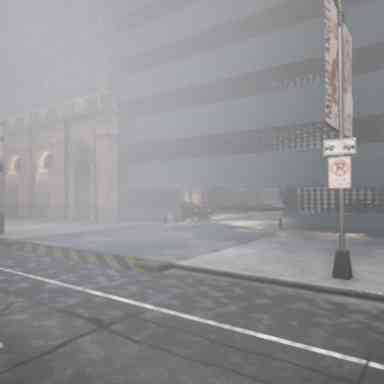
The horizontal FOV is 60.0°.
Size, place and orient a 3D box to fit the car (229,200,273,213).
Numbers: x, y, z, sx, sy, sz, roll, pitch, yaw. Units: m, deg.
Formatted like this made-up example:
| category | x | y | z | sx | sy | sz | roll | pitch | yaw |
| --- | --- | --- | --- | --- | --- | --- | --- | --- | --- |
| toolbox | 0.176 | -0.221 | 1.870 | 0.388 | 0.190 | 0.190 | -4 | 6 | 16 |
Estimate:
| category | x | y | z | sx | sy | sz | roll | pitch | yaw |
| --- | --- | --- | --- | --- | --- | --- | --- | --- | --- |
| car | 6.570 | 1.597 | 37.164 | 4.718 | 1.301 | 1.895 | -1 | 0 | 35 |

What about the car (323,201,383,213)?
| category | x | y | z | sx | sy | sz | roll | pitch | yaw |
| --- | --- | --- | --- | --- | --- | --- | --- | --- | --- |
| car | 11.831 | 1.354 | 24.238 | 4.674 | 1.452 | 2.002 | -1 | 0 | 35 |

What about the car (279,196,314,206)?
| category | x | y | z | sx | sy | sz | roll | pitch | yaw |
| --- | --- | --- | --- | --- | --- | --- | --- | --- | --- |
| car | 16.614 | 1.168 | 52.721 | 5.566 | 2.045 | 2.435 | -1 | 0 | 35 |

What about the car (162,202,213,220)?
| category | x | y | z | sx | sy | sz | roll | pitch | yaw |
| --- | --- | --- | --- | --- | --- | --- | --- | --- | --- |
| car | -0.495 | 1.551 | 27.953 | 4.786 | 1.482 | 2.161 | -1 | 0 | 35 |
